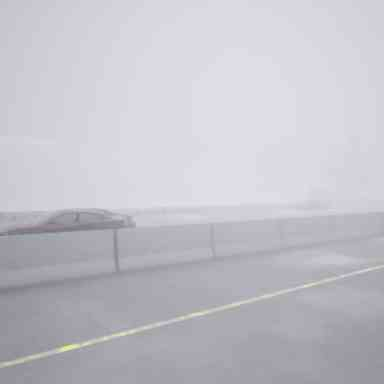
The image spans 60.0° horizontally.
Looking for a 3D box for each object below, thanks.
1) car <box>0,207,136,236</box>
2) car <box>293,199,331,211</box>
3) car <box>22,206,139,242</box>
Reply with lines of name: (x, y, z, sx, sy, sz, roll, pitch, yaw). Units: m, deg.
car: (-5.053, 1.445, 13.270, 5.008, 1.535, 1.882, 0, 0, -35)
car: (14.329, 1.566, 39.596, 5.357, 1.411, 2.033, 0, 0, -35)
car: (-5.620, 1.508, 17.150, 5.357, 1.411, 2.033, 0, 0, -35)
